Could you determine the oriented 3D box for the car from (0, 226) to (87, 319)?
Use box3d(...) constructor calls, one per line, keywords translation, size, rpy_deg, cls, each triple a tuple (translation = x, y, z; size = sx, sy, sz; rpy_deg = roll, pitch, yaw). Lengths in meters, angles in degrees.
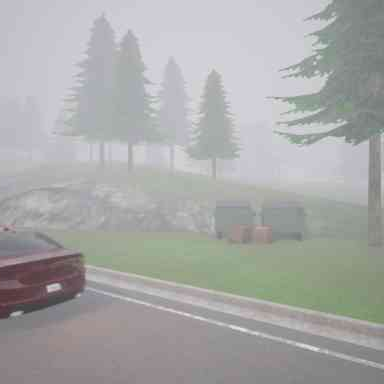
box3d(translation=(-4.367, 1.477, 7.107), size=(5.008, 1.535, 1.882), rpy_deg=(0, 0, 35), cls="car")
